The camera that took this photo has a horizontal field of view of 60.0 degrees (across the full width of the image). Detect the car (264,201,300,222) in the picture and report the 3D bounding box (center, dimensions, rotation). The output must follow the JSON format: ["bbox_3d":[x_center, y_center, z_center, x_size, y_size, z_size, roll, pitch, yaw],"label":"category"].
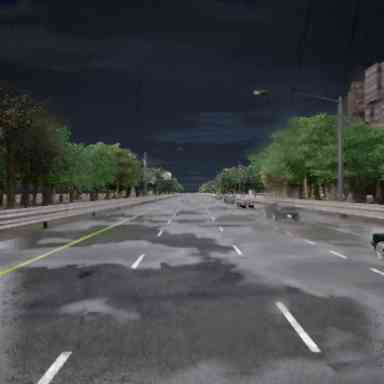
[{"bbox_3d":[7.034,1.509,26.359,1.837,1.490,4.892,0,0,0],"label":"car"}]

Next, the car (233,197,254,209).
[{"bbox_3d":[7.075,1.605,44.783,1.895,1.301,4.718,0,0,0],"label":"car"}]

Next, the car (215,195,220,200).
[{"bbox_3d":[7.672,1.527,94.741,2.128,1.511,4.902,0,0,8],"label":"car"}]

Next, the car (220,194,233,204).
[{"bbox_3d":[7.117,1.495,63.697,2.128,1.511,4.902,0,0,0],"label":"car"}]

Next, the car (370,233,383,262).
[{"bbox_3d":[7.004,1.603,9.193,1.895,1.301,4.718,0,0,0],"label":"car"}]
